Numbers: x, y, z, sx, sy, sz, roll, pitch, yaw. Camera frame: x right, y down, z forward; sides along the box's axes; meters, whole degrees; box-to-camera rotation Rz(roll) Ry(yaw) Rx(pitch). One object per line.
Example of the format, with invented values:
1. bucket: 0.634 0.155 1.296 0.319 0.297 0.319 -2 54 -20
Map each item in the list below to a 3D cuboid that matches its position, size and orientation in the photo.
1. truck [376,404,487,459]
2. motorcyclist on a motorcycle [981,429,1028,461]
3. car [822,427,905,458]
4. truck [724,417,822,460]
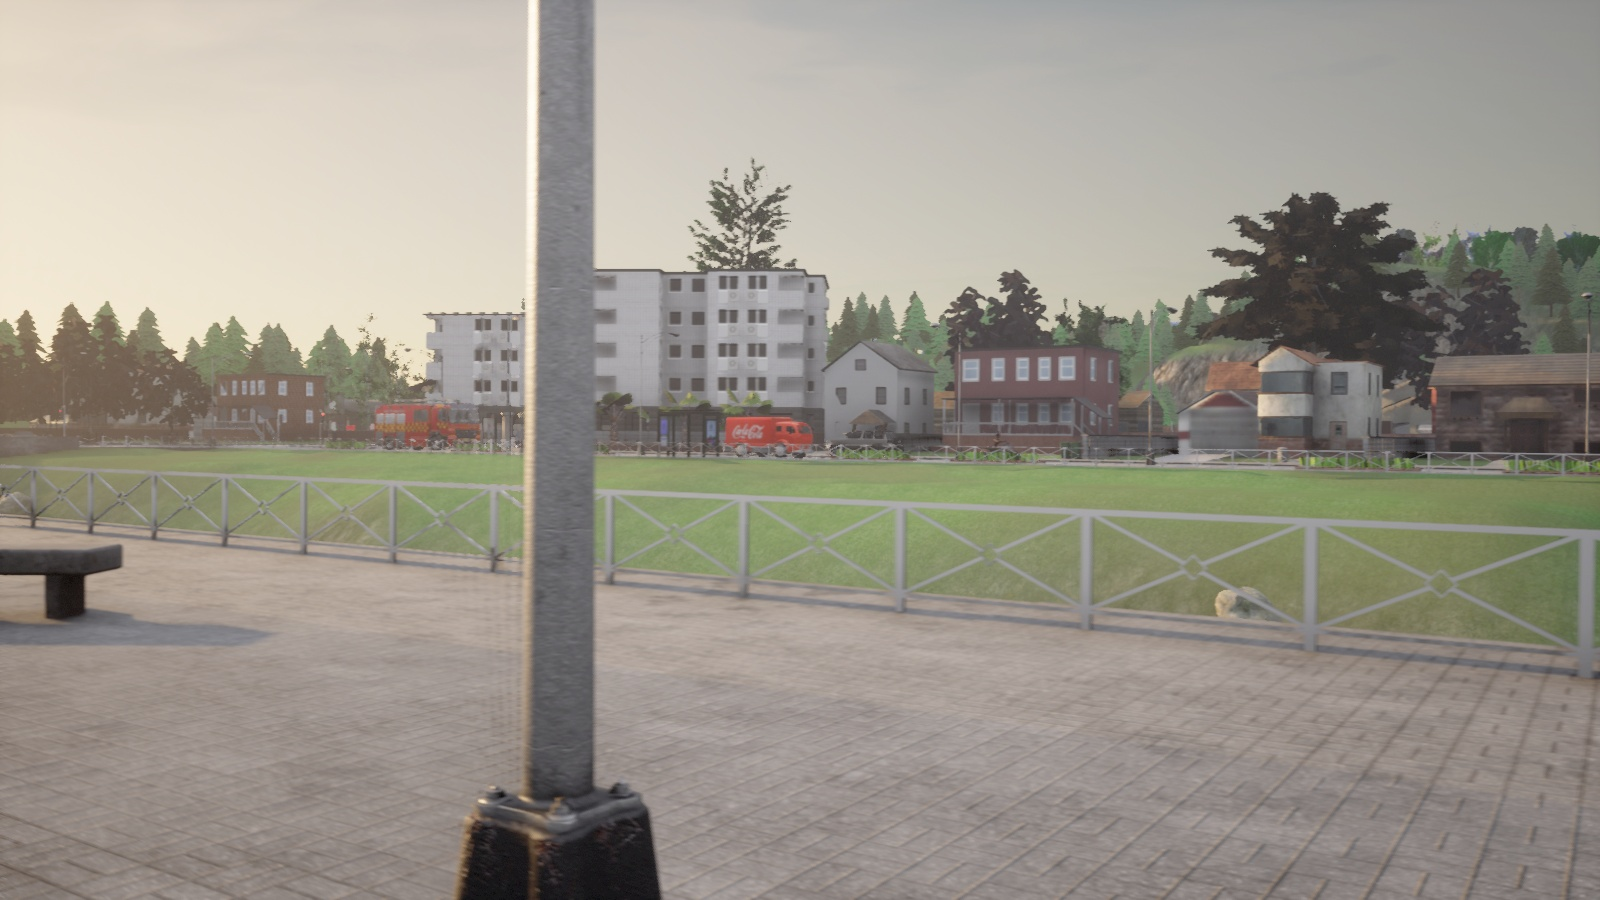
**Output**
1. truck: -26.792 -1.307 91.127 8.468 3.827 2.891 0 1 34
2. motorcyclist on a motorcycle: 10.779 -0.273 66.267 2.350 1.649 0.766 0 1 34
3. car: 3.812 -0.453 75.675 4.605 1.855 1.932 0 1 34
4. truck: -1.617 -0.687 74.470 5.204 2.467 2.627 0 1 34
